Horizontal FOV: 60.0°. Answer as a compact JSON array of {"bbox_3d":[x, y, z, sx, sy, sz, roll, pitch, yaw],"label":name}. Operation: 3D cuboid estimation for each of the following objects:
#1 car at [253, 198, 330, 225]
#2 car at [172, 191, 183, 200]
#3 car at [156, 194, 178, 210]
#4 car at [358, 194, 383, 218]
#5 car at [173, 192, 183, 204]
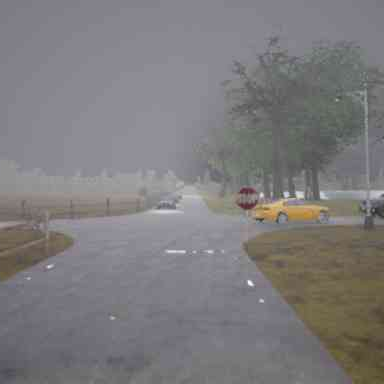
[{"bbox_3d":[6.125,1.143,20.396,5.008,1.535,1.882,-1,-2,-23],"label":"car"},{"bbox_3d":[-2.742,0.663,62.715,1.882,1.535,5.008,0,1,0],"label":"car"},{"bbox_3d":[-2.816,1.191,36.824,1.994,1.385,4.181,0,1,-2],"label":"car"},{"bbox_3d":[14.952,0.765,23.746,5.566,2.045,2.150,-1,-1,0],"label":"car"},{"bbox_3d":[-2.786,0.987,49.069,2.033,1.411,5.357,0,1,1],"label":"car"}]
